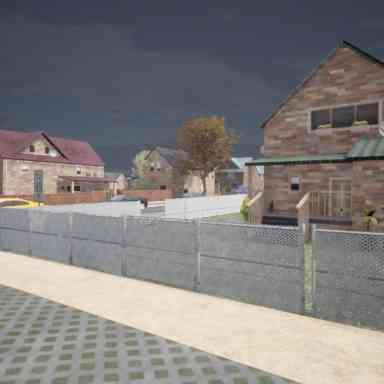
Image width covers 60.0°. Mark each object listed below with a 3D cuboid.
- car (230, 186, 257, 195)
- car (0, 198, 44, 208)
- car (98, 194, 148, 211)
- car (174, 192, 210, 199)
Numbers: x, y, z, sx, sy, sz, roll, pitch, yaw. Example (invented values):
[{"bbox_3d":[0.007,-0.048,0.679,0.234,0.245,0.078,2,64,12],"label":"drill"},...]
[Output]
[{"bbox_3d":[7.605,0.123,48.339,2.150,2.045,5.566,1,1,36],"label":"car"},{"bbox_3d":[-11.919,1.161,21.050,1.882,1.535,5.008,1,2,35],"label":"car"},{"bbox_3d":[-6.053,0.923,29.290,1.882,1.535,5.008,1,2,35],"label":"car"},{"bbox_3d":[0.060,0.745,37.867,2.033,1.411,5.357,1,2,36],"label":"car"}]
